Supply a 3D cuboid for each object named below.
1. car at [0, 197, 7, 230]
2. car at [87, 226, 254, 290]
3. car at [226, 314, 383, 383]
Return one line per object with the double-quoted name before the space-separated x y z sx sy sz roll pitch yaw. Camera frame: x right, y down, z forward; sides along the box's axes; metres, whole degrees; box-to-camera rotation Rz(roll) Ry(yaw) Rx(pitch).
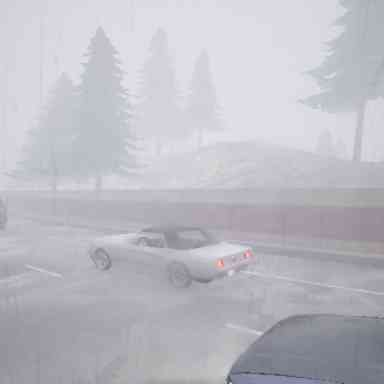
"car" -13.094 1.220 20.302 2.150 2.045 5.566 0 0 -45
"car" -0.815 1.600 9.162 4.718 1.301 1.895 0 0 38
"car" 2.822 1.547 2.000 5.357 1.411 2.033 0 0 35
